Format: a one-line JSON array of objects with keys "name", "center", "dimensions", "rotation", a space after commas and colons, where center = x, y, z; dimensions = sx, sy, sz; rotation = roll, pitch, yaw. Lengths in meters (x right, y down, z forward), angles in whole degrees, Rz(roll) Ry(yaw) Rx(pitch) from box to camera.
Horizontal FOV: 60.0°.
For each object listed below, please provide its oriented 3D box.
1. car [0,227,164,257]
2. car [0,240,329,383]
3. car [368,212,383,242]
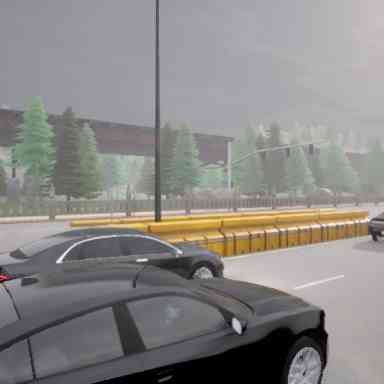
[{"name": "car", "center": [-1.493, 1.504, 6.981], "dimensions": [4.892, 1.490, 1.837], "rotation": [0, 0, -36]}, {"name": "car", "center": [-0.679, 1.477, 3.262], "dimensions": [5.008, 1.535, 1.882], "rotation": [0, 0, -35]}, {"name": "car", "center": [9.950, 1.489, 15.145], "dimensions": [4.902, 1.511, 2.128], "rotation": [0, 0, -36]}]
